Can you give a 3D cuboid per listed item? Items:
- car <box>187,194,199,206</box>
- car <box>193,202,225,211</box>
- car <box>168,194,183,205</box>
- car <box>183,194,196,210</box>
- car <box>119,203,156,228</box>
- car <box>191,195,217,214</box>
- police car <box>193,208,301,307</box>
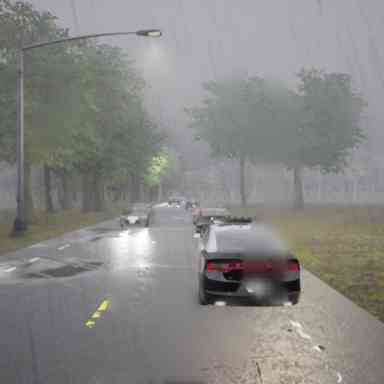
[{"bbox_3d":[0.187,1.451,59.521,2.150,2.045,5.566,0,-1,0],"label":"car"},{"bbox_3d":[1.107,1.500,18.075,1.837,1.490,4.892,0,0,0],"label":"car"},{"bbox_3d":[-3.350,1.484,63.303,2.150,2.045,5.566,0,-1,1],"label":"car"},{"bbox_3d":[0.188,1.462,45.534,2.097,1.767,4.553,0,0,1],"label":"car"},{"bbox_3d":[-3.530,1.488,22.238,2.128,1.511,4.902,0,0,0],"label":"car"},{"bbox_3d":[1.124,1.352,24.047,2.097,1.767,4.553,0,0,0],"label":"car"},{"bbox_3d":[1.076,1.422,8.184,1.930,1.638,5.238,0,0,0],"label":"police car"}]
